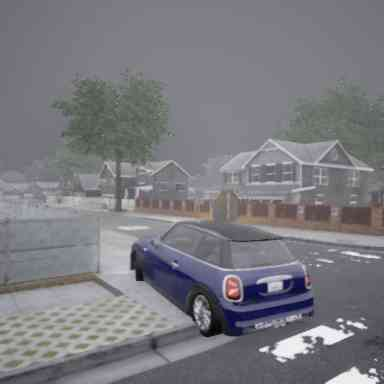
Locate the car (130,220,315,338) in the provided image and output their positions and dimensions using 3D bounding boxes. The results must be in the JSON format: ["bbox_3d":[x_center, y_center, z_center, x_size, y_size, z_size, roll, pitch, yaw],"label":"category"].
[{"bbox_3d":[0.289,1.382,7.115,2.097,1.767,4.553,1,3,-29],"label":"car"}]

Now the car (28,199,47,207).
[{"bbox_3d":[-21.018,1.702,45.192,2.128,1.511,4.902,1,-1,-36],"label":"car"}]
